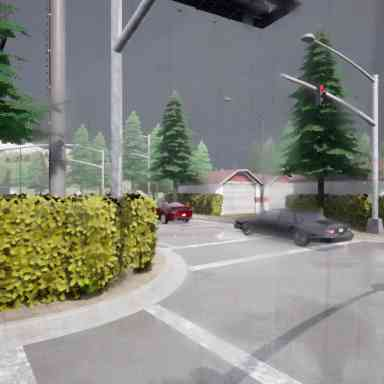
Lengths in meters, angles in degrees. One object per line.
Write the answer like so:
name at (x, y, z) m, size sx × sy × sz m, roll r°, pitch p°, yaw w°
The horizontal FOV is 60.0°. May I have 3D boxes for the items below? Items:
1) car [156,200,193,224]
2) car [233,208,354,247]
car at (-1.943, 1.305, 23.378) m, size 1.882 × 1.535 × 5.008 m, roll -1°, pitch 1°, yaw -35°
car at (4.253, 1.422, 14.783) m, size 2.033 × 1.411 × 5.357 m, roll 0°, pitch 2°, yaw -35°
